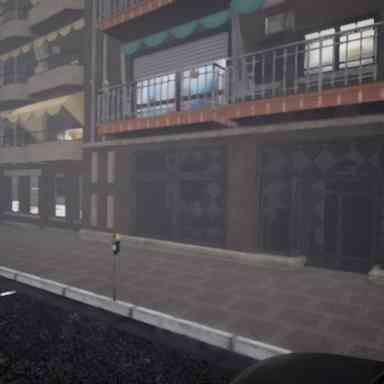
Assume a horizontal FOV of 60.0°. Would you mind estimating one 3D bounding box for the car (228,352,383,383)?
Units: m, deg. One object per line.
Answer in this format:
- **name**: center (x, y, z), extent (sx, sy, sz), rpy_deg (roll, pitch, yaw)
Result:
- **car**: center (2.020, 1.560, 1.417), extent (4.403, 1.369, 2.008), rpy_deg (1, 1, 36)
